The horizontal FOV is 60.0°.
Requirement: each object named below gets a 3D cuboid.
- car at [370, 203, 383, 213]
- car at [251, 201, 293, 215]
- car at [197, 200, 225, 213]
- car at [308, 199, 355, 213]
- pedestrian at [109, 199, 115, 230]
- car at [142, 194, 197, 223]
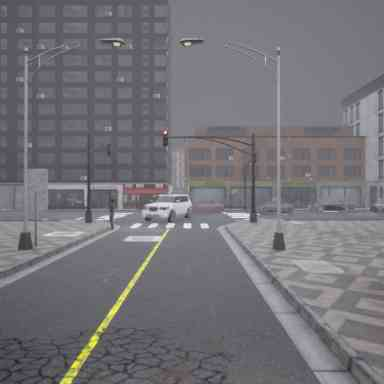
[{"bbox_3d":[20.474,1.542,33.850,4.181,1.385,1.994,0,0,0],"label":"car"},{"bbox_3d":[8.048,1.565,33.658,4.181,1.385,1.994,0,0,-4],"label":"car"},{"bbox_3d":[1.542,1.607,37.135,4.181,1.385,1.994,0,0,0],"label":"car"},{"bbox_3d":[15.562,1.506,37.112,4.902,1.511,2.128,0,0,0],"label":"car"},{"bbox_3d":[-4.734,1.300,19.588,0.375,1.860,0.375,0,0,0],"label":"pedestrian"},{"bbox_3d":[-1.788,1.184,25.896,2.150,2.045,5.566,0,-1,21],"label":"car"}]
